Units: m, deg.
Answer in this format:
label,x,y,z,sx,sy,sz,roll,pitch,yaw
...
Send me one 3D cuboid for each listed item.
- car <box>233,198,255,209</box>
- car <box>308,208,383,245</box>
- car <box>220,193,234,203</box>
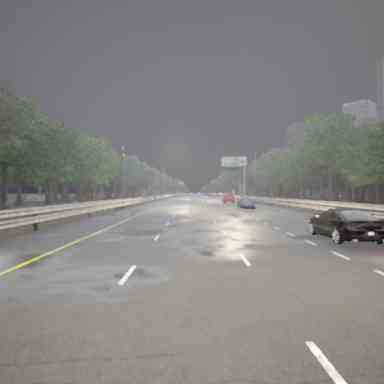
label,x,y,z,sx,sy,sz,roll,pitch,yaw
car,7.113,1.572,44.240,1.994,1.385,4.181,0,0,0
car,7.016,1.497,15.492,1.882,1.535,5.008,0,0,0
car,7.254,1.222,67.141,2.150,2.045,5.566,0,0,0
